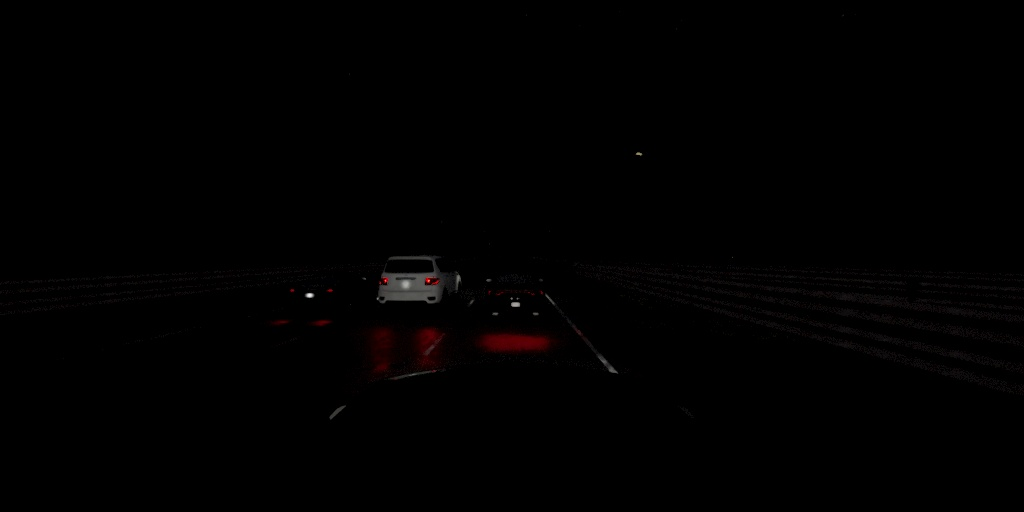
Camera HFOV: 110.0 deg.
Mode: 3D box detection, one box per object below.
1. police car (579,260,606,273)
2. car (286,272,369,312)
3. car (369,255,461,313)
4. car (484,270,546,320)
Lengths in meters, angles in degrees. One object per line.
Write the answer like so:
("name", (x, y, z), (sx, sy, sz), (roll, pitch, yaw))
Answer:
("police car", (9.575, 1.321, 42.298), (2.038, 1.542, 4.974), (0, 0, -11))
("car", (-6.900, 1.315, 14.237), (1.994, 1.385, 4.181), (0, 0, 0))
("car", (-3.403, 0.973, 14.179), (2.150, 2.045, 5.566), (0, 0, 0))
("car", (0.102, 1.229, 12.678), (1.882, 1.535, 5.008), (0, 0, 0))
